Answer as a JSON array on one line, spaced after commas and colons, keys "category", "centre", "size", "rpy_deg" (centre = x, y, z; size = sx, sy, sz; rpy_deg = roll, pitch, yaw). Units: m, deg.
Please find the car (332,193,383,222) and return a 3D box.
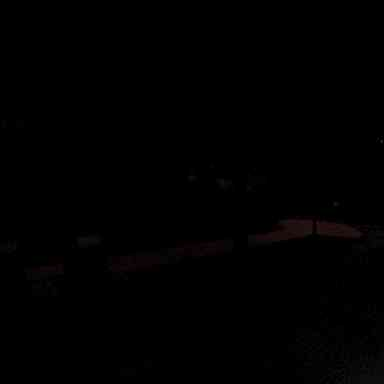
[{"category": "car", "centre": [12.548, 1.086, 22.629], "size": [5.566, 2.045, 2.150], "rpy_deg": [1, 1, 42]}]
